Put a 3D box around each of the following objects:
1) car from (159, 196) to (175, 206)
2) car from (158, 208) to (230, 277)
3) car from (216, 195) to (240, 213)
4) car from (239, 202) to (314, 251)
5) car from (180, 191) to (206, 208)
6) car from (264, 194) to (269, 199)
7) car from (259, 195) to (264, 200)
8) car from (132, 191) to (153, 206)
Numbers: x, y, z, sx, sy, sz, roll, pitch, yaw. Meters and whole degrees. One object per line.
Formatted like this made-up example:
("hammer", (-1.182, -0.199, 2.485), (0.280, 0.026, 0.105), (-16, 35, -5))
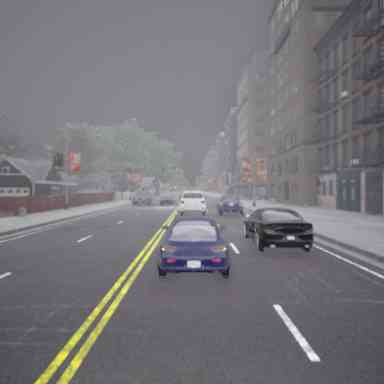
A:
("car", (-3.336, 1.202, 45.471), (1.895, 1.301, 4.718), (0, 1, 0))
("car", (0.061, 1.442, 9.834), (1.812, 1.442, 4.674), (0, 1, 0))
("car", (3.330, 1.092, 30.158), (2.097, 1.767, 4.553), (0, 1, 0))
("car", (3.331, 1.361, 13.617), (1.882, 1.535, 5.008), (0, 1, 0))
("car", (0.083, 0.966, 29.485), (2.150, 2.045, 5.566), (0, 0, 0))
("car", (16.377, 0.998, 62.505), (4.206, 1.307, 1.802), (0, 0, 0))
("car", (16.370, 0.958, 70.530), (4.313, 1.339, 1.947), (0, 0, 0))
("car", (-6.588, 0.827, 44.921), (2.150, 2.045, 5.566), (0, 1, 0))
